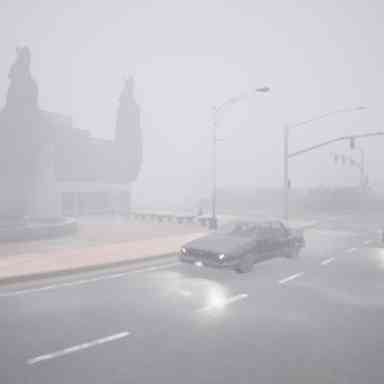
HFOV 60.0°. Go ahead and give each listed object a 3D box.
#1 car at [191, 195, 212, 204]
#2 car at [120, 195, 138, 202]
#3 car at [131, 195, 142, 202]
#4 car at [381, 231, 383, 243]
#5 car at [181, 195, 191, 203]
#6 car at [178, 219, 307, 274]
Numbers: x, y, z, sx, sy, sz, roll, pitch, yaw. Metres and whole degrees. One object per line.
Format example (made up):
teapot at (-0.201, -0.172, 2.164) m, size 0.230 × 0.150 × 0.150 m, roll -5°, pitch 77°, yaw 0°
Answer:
car at (2.212, 1.880, 73.007) m, size 1.970 × 1.475 × 3.806 m, roll 0°, pitch 0°, yaw 41°
car at (-16.975, 1.651, 89.671) m, size 1.932 × 1.855 × 4.605 m, roll 0°, pitch 0°, yaw 41°
car at (-14.823, 1.652, 87.735) m, size 1.905 × 1.878 × 3.866 m, roll 0°, pitch 0°, yaw 41°
car at (10.356, 1.700, 15.511) m, size 2.033 × 1.411 × 5.357 m, roll 0°, pitch -1°, yaw 40°
car at (0.033, 1.642, 74.913) m, size 1.905 × 1.878 × 3.866 m, roll 0°, pitch 0°, yaw 41°
car at (1.986, 1.630, 11.149) m, size 2.033 × 1.411 × 5.357 m, roll 0°, pitch -1°, yaw 42°
